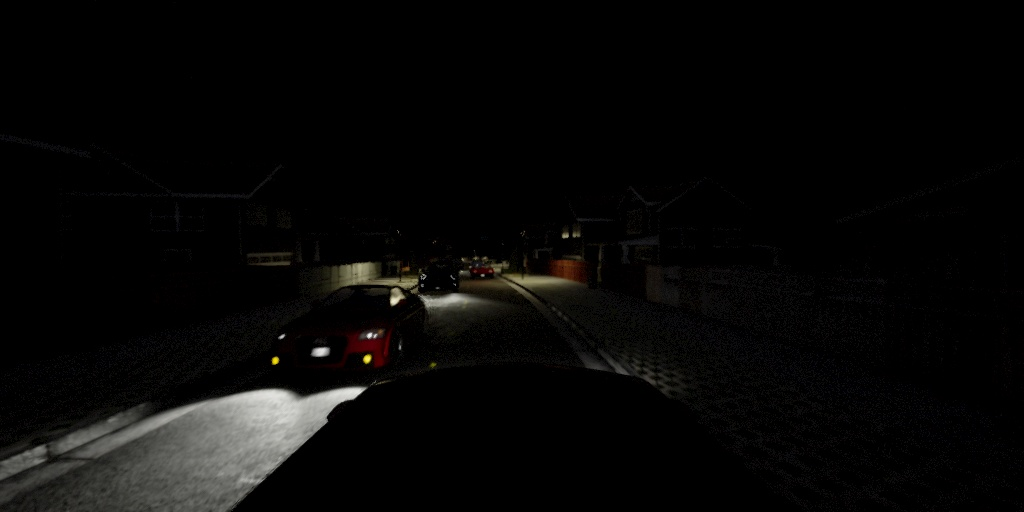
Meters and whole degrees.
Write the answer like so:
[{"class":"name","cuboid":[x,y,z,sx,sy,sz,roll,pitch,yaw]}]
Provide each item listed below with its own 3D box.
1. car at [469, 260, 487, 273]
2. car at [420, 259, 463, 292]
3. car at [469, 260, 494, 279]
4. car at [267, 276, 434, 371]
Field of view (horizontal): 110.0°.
[{"class":"car","cuboid":[-4.109,1.208,42.903,2.033,1.411,5.357,0,0,-6]},{"class":"car","cuboid":[-4.078,1.074,20.725,2.097,1.767,4.553,0,0,-7]},{"class":"car","cuboid":[-2.650,1.283,31.349,1.895,1.301,4.718,0,0,-8]},{"class":"car","cuboid":[-3.081,1.314,7.604,1.994,1.385,4.181,0,0,-3]}]
